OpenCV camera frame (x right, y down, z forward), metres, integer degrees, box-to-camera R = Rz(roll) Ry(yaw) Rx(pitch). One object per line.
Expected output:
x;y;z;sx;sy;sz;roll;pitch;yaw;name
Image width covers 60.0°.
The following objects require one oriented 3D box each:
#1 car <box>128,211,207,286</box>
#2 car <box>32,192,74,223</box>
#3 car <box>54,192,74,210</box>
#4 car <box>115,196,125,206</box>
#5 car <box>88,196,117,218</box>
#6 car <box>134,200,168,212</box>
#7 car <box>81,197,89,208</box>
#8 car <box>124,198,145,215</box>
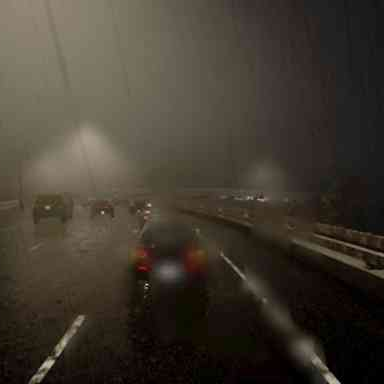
-0.695;1.482;9.241;1.812;1.442;4.674;0;0;-5;car
-10.278;1.110;24.838;2.150;2.045;5.566;0;0;-14;car
-15.830;1.033;41.090;2.150;2.045;5.566;0;0;-23;car
-10.263;1.290;45.722;1.837;1.490;4.892;0;-1;-25;car
-7.831;1.373;29.008;1.837;1.490;4.892;0;1;-16;car
-2.384;1.449;20.913;2.033;1.411;5.357;0;0;-11;car
-13.785;1.358;44.990;1.994;1.385;4.181;0;0;-25;car
-5.148;1.375;32.229;1.812;1.442;4.674;0;0;-17;car
